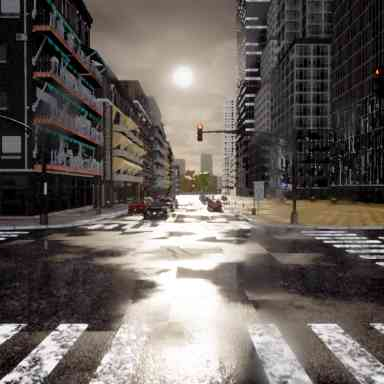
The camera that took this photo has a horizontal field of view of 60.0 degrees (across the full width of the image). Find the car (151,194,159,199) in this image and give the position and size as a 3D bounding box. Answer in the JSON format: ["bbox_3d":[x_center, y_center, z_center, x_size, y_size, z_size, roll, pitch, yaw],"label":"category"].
[{"bbox_3d":[-5.629,1.436,41.004,1.967,1.590,4.097,-1,0,0],"label":"car"}]

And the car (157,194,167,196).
[{"bbox_3d":[-5.611,1.312,52.303,2.192,1.841,5.009,-1,0,0],"label":"car"}]

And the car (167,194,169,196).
[{"bbox_3d":[-5.599,1.438,57.950,1.967,1.590,4.097,-1,0,0],"label":"car"}]

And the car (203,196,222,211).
[{"bbox_3d":[2.719,1.540,41.046,1.887,1.381,4.507,-1,0,0],"label":"car"}]

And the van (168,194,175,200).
[{"bbox_3d":[-5.539,1.350,91.844,1.690,1.788,3.998,-1,0,0],"label":"van"}]

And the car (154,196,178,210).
[{"bbox_3d":[-3.025,1.500,39.039,1.837,1.490,4.892,0,0,0],"label":"car"}]

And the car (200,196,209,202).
[{"bbox_3d":[2.781,1.547,74.940,1.887,1.381,4.507,-1,0,0],"label":"car"}]

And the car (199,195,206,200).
[{"bbox_3d":[2.811,1.534,92.058,1.752,1.417,4.829,-1,0,0],"label":"car"}]

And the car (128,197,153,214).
[{"bbox_3d":[-5.638,1.540,35.355,1.887,1.381,4.507,-1,0,0],"label":"car"}]

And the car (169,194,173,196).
[{"bbox_3d":[-5.576,1.583,69.249,1.802,1.307,4.206,-1,0,0],"label":"car"}]

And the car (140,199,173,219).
[{"bbox_3d":[-3.048,1.560,29.129,1.994,1.385,4.181,0,0,0],"label":"car"}]

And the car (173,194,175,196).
[{"bbox_3d":[-5.549,1.321,86.196,2.192,1.841,5.009,-1,0,0],"label":"car"}]

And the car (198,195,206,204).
[{"bbox_3d":[2.761,1.550,63.642,2.008,1.369,4.403,-1,0,0],"label":"car"}]
